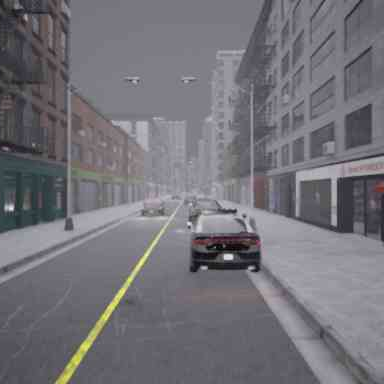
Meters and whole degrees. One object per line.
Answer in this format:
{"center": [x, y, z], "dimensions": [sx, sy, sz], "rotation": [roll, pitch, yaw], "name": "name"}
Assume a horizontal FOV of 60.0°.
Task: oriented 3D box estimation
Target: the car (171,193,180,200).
{"center": [-3.291, 0.977, 69.969], "dimensions": [2.033, 1.411, 5.357], "rotation": [0, 0, 0], "name": "car"}

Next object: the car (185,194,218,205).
{"center": [0.816, 1.165, 20.397], "dimensions": [2.097, 1.767, 4.553], "rotation": [0, 0, 0], "name": "car"}

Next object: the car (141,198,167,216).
{"center": [-3.227, 1.269, 28.894], "dimensions": [1.812, 1.442, 4.674], "rotation": [0, 0, 0], "name": "car"}

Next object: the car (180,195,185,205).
{"center": [-0.175, 1.086, 48.462], "dimensions": [2.128, 1.511, 4.902], "rotation": [0, 0, 0], "name": "car"}

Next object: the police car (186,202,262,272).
{"center": [0.858, 1.326, 10.537], "dimensions": [1.930, 1.638, 5.238], "rotation": [0, 1, 0], "name": "police car"}

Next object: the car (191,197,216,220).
{"center": [0.791, 1.217, 26.618], "dimensions": [1.801, 1.575, 5.366], "rotation": [0, 0, 0], "name": "car"}
